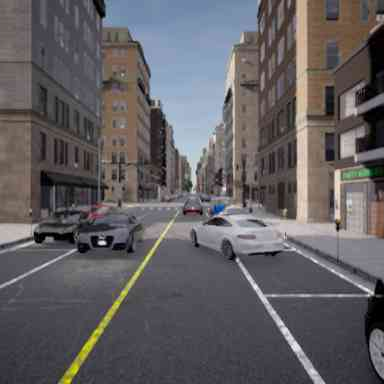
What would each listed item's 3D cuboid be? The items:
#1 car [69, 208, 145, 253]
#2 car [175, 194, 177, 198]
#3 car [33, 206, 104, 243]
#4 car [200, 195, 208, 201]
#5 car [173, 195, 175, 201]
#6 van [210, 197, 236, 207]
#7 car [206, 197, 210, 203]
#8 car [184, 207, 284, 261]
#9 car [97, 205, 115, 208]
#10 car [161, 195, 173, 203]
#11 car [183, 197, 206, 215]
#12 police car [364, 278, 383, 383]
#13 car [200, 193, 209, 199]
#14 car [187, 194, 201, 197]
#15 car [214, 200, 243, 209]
[{"bbox_3d":[-3.103,1.556,13.452,1.994,1.385,4.181,0,0,0],"label":"car"},{"bbox_3d":[-5.414,1.488,81.697,2.008,1.369,4.403,1,0,1],"label":"car"},{"bbox_3d":[-5.854,1.556,15.854,1.947,1.339,4.313,1,0,0],"label":"car"},{"bbox_3d":[3.180,1.475,87.127,1.887,1.381,4.507,1,0,1],"label":"car"},{"bbox_3d":[-5.484,1.508,76.168,1.947,1.339,4.313,1,0,1],"label":"car"},{"bbox_3d":[2.671,1.324,27.199,1.690,1.788,3.998,1,0,0],"label":"van"},{"bbox_3d":[2.668,1.503,33.043,1.752,1.417,4.829,1,0,0],"label":"car"},{"bbox_3d":[1.485,1.518,12.358,1.812,1.442,4.674,0,0,-22],"label":"car"},{"bbox_3d":[-5.856,1.531,21.527,1.887,1.381,4.507,1,0,0],"label":"car"},{"bbox_3d":[-5.553,1.530,70.639,1.802,1.307,4.206,1,0,1],"label":"car"},{"bbox_3d":[0.081,1.541,34.082,1.994,1.385,4.181,0,0,0],"label":"car"},{"bbox_3d":[3.133,1.423,2.379,1.930,1.638,5.238,0,0,0],"label":"police car"},{"bbox_3d":[2.972,1.513,70.537,1.947,1.339,4.313,1,0,1],"label":"car"},{"bbox_3d":[0.158,1.490,52.178,1.812,1.442,4.674,0,0,1],"label":"car"},{"bbox_3d":[2.671,1.512,21.696,1.752,1.417,4.829,1,0,0],"label":"car"}]
